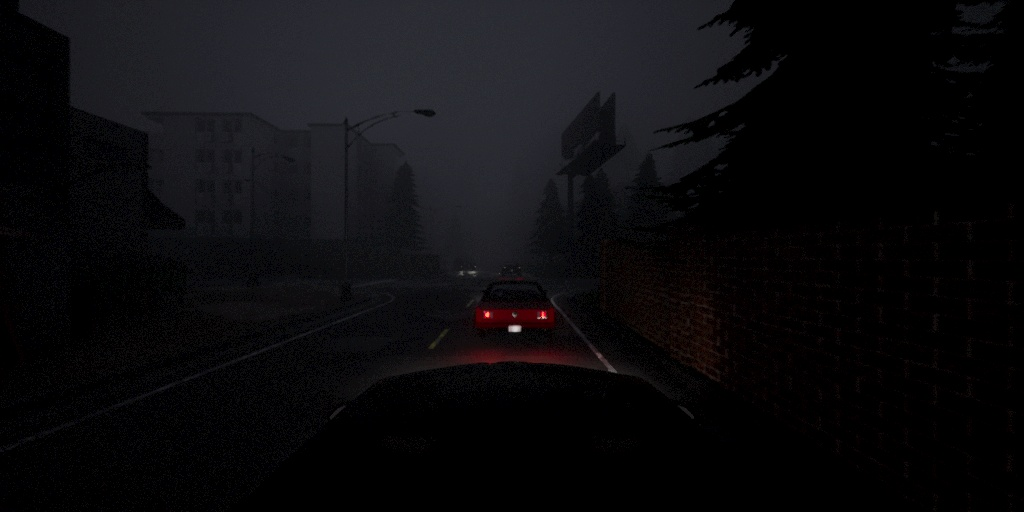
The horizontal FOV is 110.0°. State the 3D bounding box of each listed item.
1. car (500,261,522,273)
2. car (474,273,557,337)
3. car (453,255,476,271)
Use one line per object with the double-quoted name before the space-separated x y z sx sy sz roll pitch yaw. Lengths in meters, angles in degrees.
"car" -0.156 1.230 36.207 1.812 1.442 4.674 0 0 -4
"car" 0.077 1.339 10.235 1.895 1.301 4.718 0 0 0
"car" -6.459 0.910 48.361 2.150 2.045 5.566 0 0 -21
